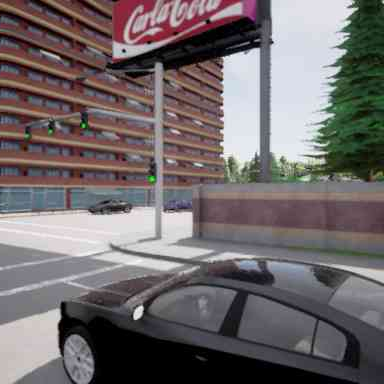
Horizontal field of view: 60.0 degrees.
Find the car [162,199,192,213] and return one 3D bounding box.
[{"bbox_3d":[-1.494,1.479,36.770,1.812,1.442,4.674,0,0,35],"label":"car"}]

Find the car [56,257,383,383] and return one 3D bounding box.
[{"bbox_3d":[0.557,1.475,3.558,5.008,1.535,1.882,0,0,36],"label":"car"}]

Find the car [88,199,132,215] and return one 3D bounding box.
[{"bbox_3d":[-8.154,1.451,33.426,1.837,1.490,4.892,0,0,35],"label":"car"}]
